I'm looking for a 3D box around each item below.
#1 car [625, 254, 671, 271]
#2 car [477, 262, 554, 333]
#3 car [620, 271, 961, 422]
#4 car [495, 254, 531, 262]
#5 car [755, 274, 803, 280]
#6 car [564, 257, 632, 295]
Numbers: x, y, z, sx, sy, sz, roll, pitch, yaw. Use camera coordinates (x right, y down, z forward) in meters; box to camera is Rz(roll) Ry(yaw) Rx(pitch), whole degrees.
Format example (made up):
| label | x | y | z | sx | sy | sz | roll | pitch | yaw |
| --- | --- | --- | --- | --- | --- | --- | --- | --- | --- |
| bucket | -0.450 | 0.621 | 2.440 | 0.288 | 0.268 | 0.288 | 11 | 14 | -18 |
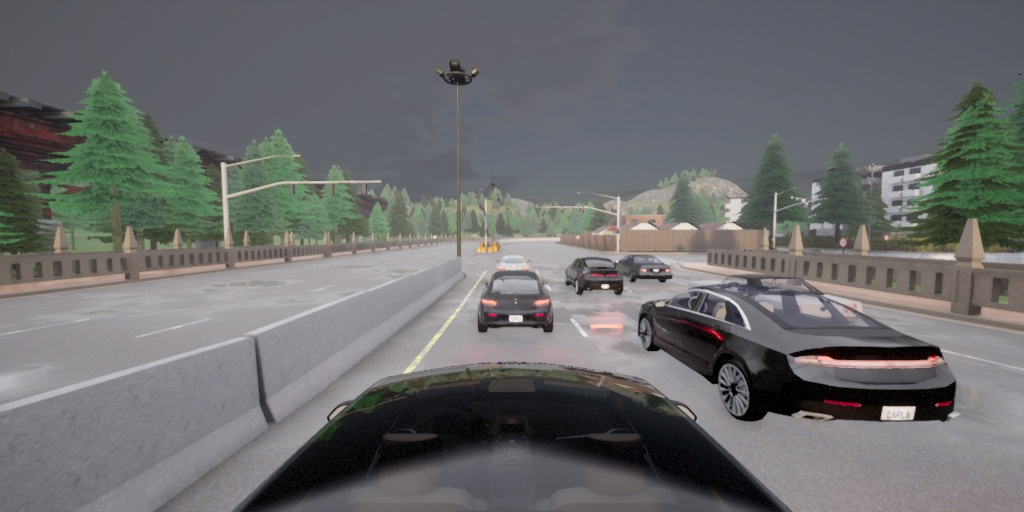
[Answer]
| label | x | y | z | sx | sy | sz | roll | pitch | yaw |
| --- | --- | --- | --- | --- | --- | --- | --- | --- | --- |
| car | 7.092 | 0.610 | 20.028 | 2.033 | 1.411 | 5.357 | 0 | 3 | 1 |
| car | 0.080 | 1.108 | 10.079 | 1.812 | 1.442 | 4.674 | 0 | 2 | 0 |
| car | 3.585 | 1.196 | 5.743 | 2.128 | 1.511 | 4.902 | 0 | 1 | 0 |
| car | 0.059 | 0.638 | 19.088 | 1.812 | 1.442 | 4.674 | 0 | 3 | 0 |
| car | 7.082 | 1.167 | 10.467 | 1.895 | 1.301 | 4.718 | 0 | 2 | 0 |
| car | 3.567 | 0.784 | 16.139 | 1.837 | 1.490 | 4.892 | 0 | 3 | 0 |
